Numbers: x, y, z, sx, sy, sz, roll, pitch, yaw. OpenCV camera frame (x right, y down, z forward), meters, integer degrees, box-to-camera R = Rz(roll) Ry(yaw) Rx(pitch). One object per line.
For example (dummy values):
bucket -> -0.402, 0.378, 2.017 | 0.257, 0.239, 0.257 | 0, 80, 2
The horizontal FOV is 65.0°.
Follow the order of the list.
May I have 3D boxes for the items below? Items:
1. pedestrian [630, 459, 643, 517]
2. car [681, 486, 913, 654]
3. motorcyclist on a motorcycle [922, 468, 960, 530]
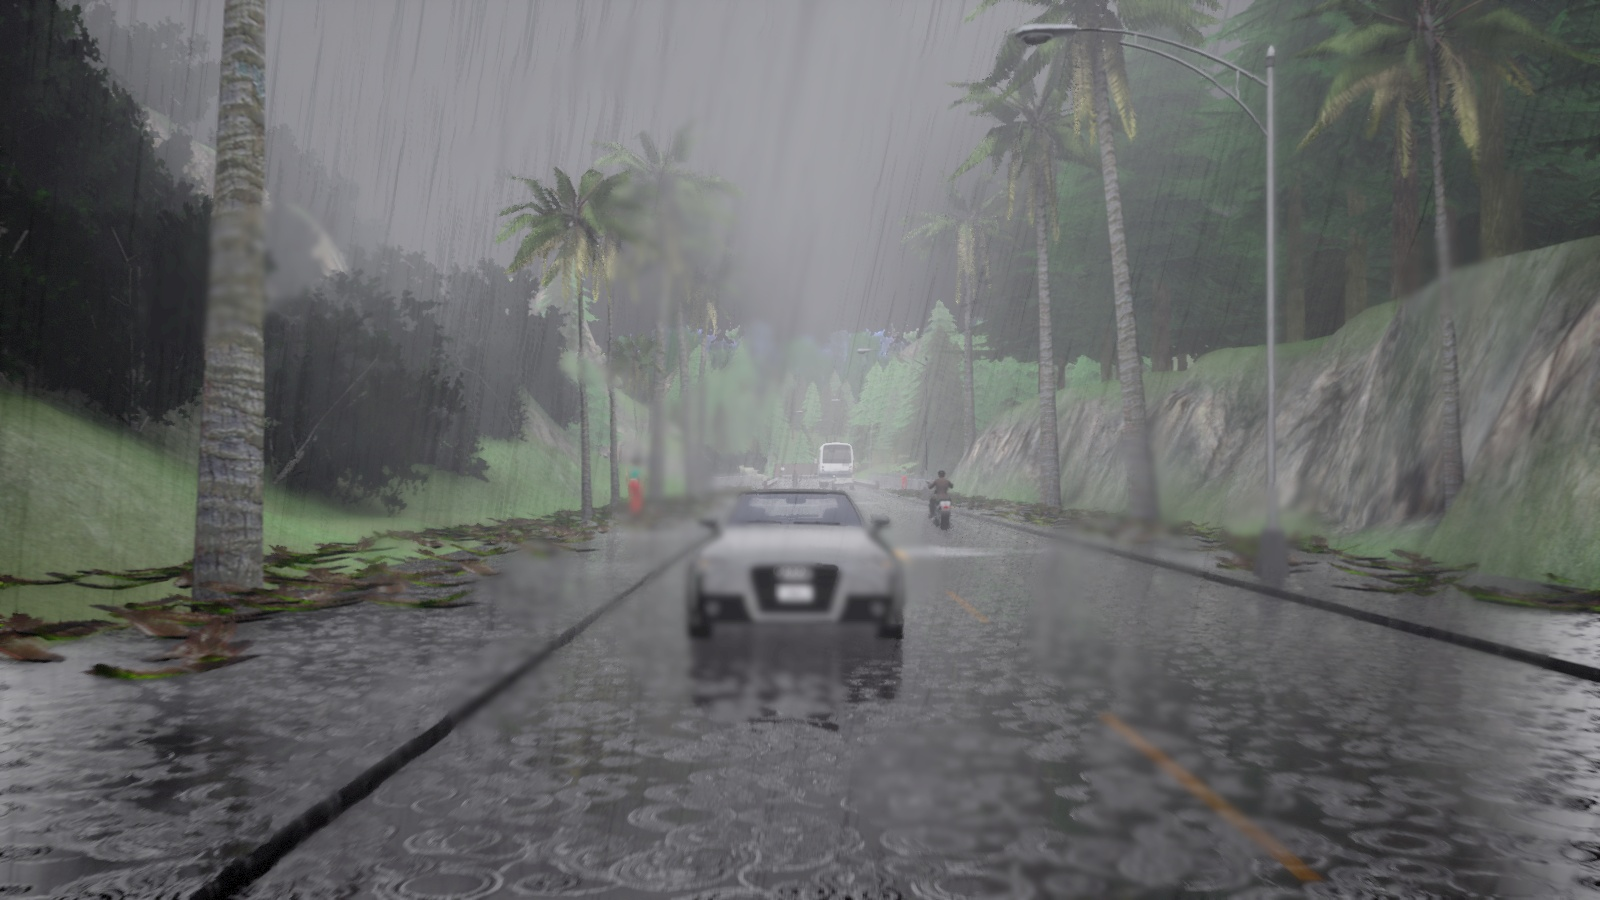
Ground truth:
pedestrian -> -5.225, 1.207, 40.133 | 0.345, 1.836, 0.594 | 0, -1, 0
car -> -0.037, 1.095, 12.925 | 1.994, 1.385, 4.181 | 0, -1, 0
motorcyclist on a motorcycle -> 3.896, 1.334, 34.922 | 0.766, 1.649, 2.350 | 0, -1, 0
